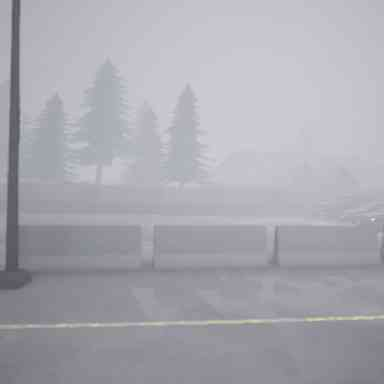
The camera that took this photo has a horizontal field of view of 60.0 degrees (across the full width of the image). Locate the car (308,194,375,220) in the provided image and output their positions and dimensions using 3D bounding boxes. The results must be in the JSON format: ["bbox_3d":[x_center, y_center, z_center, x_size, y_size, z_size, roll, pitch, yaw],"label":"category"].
[{"bbox_3d":[12.390,1.211,27.249,5.566,2.045,2.150,1,1,-12],"label":"car"}]

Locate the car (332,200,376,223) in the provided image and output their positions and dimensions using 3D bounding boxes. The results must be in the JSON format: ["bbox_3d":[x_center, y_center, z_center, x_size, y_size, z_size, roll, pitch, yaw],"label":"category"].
[{"bbox_3d":[12.818,1.557,23.790,4.674,1.442,1.812,1,1,-12],"label":"car"}]

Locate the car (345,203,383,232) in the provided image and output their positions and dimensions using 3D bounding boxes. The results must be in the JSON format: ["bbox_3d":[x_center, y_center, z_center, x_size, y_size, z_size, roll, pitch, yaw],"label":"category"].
[{"bbox_3d":[12.078,1.577,20.056,4.674,1.442,1.812,1,1,-12],"label":"car"}]
